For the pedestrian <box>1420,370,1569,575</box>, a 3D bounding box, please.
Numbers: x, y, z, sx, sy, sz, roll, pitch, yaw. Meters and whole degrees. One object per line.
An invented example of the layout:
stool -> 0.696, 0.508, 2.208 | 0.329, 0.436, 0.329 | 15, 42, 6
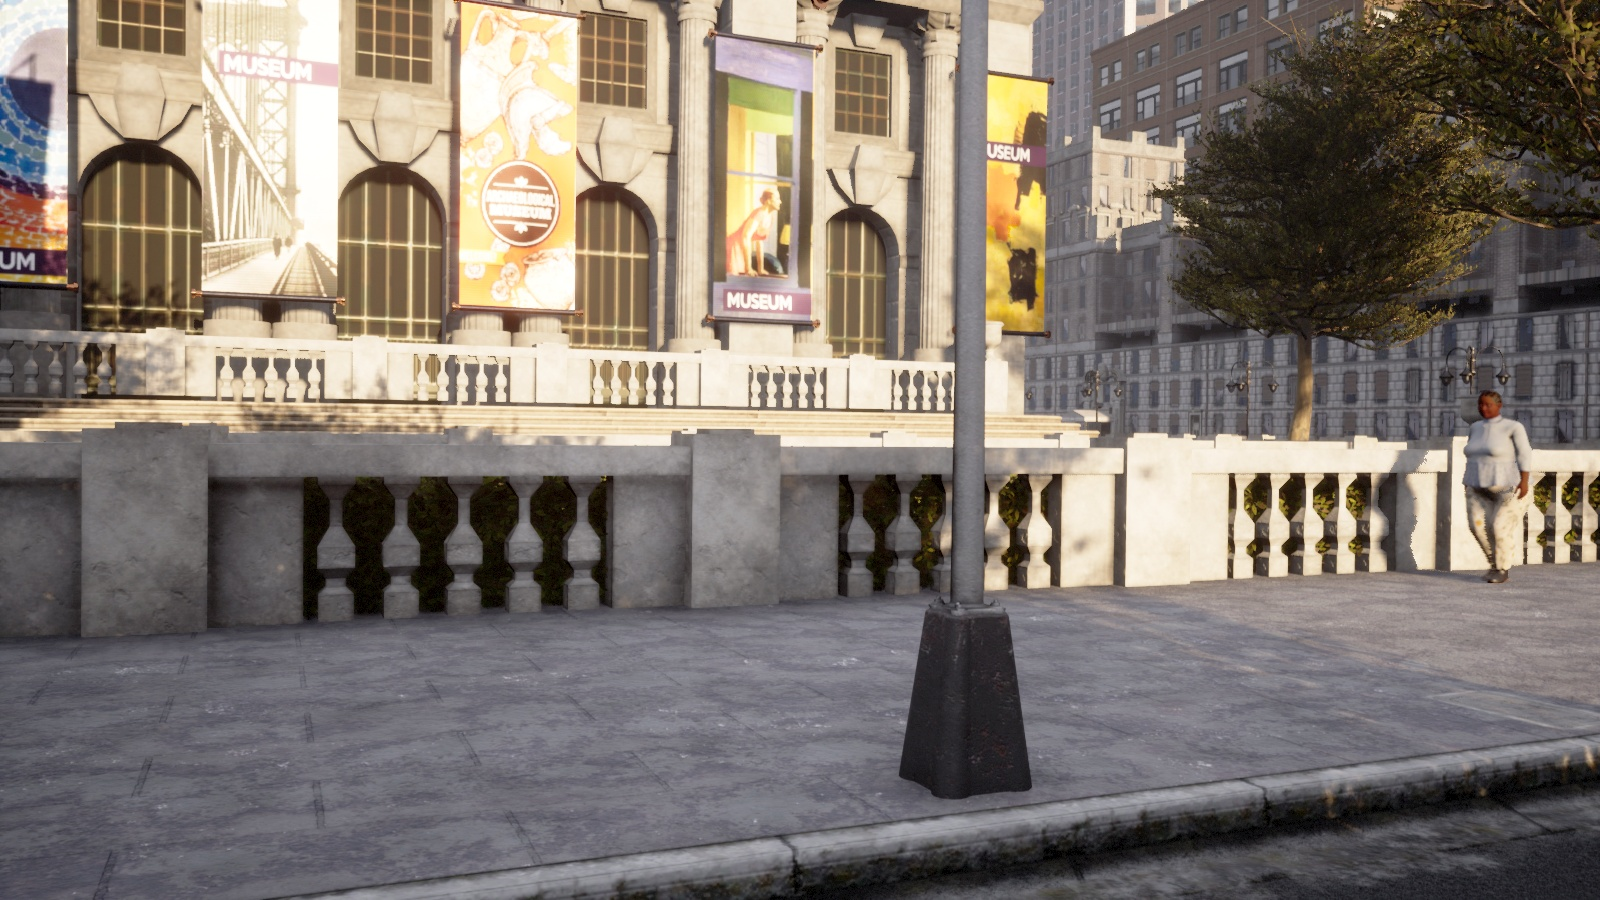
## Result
pedestrian -> 6.573, 0.192, 11.900 | 0.900, 1.855, 0.874 | -1, 1, -26
